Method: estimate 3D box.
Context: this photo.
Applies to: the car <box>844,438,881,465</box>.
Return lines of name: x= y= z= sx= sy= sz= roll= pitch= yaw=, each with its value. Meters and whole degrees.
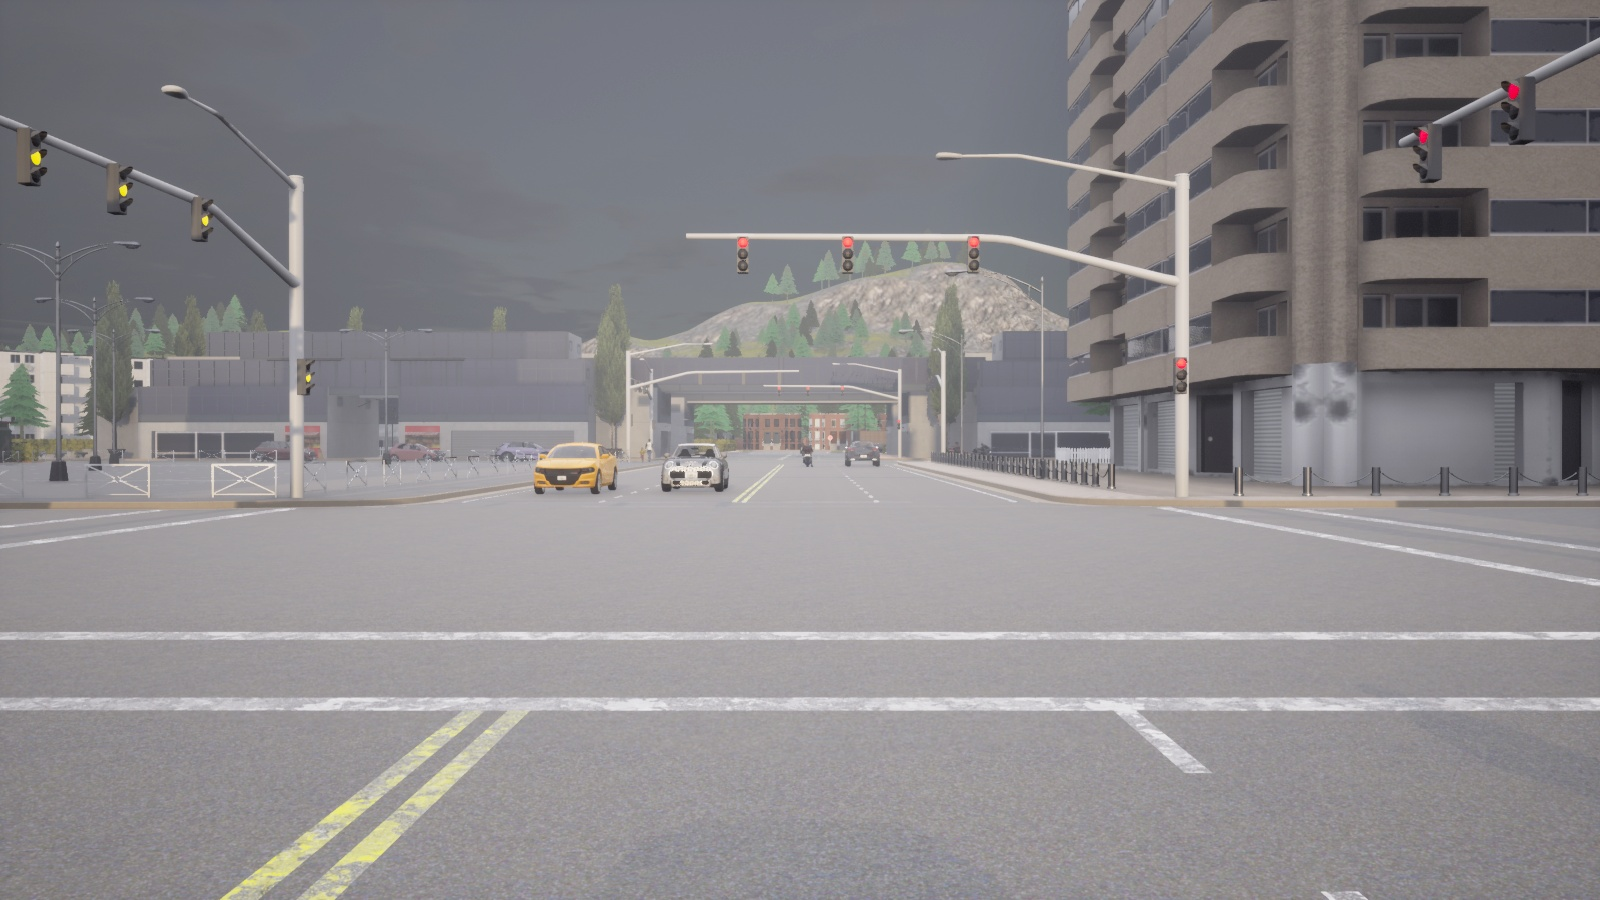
car: x=3.982 y=0.073 z=80.615 sx=2.152 sy=1.651 sz=5.027 roll=0 pitch=0 yaw=0

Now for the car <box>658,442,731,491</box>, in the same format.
car: x=-3.257 y=0.486 z=39.460 sx=1.970 sy=1.475 sz=3.806 roll=0 pitch=0 yaw=0

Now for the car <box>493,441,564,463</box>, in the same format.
car: x=-20.163 y=0.133 z=93.345 sx=4.856 sy=1.649 sz=2.033 roll=0 pitch=0 yaw=1

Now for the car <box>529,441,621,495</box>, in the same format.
car: x=-6.764 y=0.503 z=38.227 sx=1.882 sy=1.535 sz=5.008 roll=0 pitch=0 yaw=0

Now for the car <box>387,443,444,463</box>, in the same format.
car: x=-28.654 y=0.209 z=93.600 sx=3.633 sy=1.501 sz=1.845 roll=0 pitch=0 yaw=2
